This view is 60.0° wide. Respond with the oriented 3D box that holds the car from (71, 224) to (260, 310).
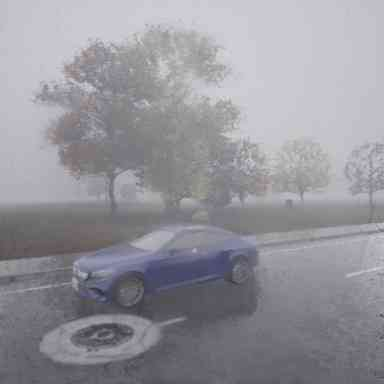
[{"bbox_3d":[-0.404,1.520,7.924,4.674,1.442,1.812,0,0,-35],"label":"car"}]
